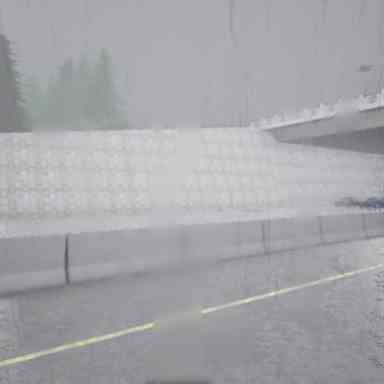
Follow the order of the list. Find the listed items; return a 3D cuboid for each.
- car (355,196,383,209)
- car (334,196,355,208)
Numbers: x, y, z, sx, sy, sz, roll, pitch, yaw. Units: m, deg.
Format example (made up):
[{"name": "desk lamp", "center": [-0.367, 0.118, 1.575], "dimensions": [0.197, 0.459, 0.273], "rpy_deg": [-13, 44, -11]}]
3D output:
[{"name": "car", "center": [22.816, 1.291, 41.183], "dimensions": [5.008, 1.535, 1.882], "rpy_deg": [0, 0, -35]}, {"name": "car", "center": [20.823, 1.320, 44.055], "dimensions": [4.674, 1.442, 1.812], "rpy_deg": [0, 0, -35]}]
